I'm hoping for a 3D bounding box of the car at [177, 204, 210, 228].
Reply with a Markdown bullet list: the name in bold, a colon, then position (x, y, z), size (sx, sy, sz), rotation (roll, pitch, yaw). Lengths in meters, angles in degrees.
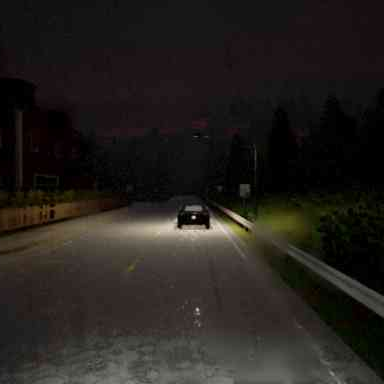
- **car**: position (0.101, 1.428, 21.213), size (1.994, 1.385, 4.181), rotation (0, 0, 0)
